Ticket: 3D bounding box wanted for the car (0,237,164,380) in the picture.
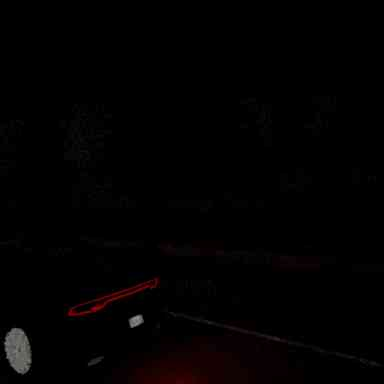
[{"bbox_3d":[-2.800,1.500,5.554,5.008,1.535,1.882,0,0,32],"label":"car"}]
